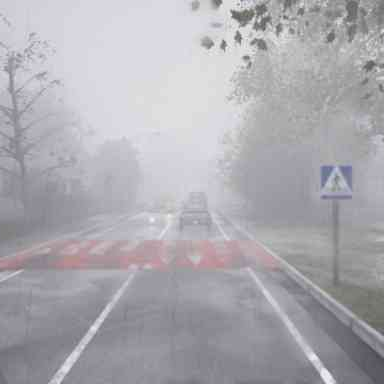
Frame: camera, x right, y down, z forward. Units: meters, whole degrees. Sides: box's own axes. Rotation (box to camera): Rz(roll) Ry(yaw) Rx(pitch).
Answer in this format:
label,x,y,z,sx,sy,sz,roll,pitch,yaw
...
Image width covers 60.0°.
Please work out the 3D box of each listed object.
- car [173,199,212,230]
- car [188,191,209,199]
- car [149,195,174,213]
label,x,y,z,sx,sy,sz,roll,pitch,yaw
car,0.194,1.421,20.525,2.128,1.511,4.902,0,0,0
car,0.729,0.954,37.923,2.150,2.045,5.566,0,0,4
car,-2.929,1.122,33.241,2.097,1.767,4.553,0,1,2
